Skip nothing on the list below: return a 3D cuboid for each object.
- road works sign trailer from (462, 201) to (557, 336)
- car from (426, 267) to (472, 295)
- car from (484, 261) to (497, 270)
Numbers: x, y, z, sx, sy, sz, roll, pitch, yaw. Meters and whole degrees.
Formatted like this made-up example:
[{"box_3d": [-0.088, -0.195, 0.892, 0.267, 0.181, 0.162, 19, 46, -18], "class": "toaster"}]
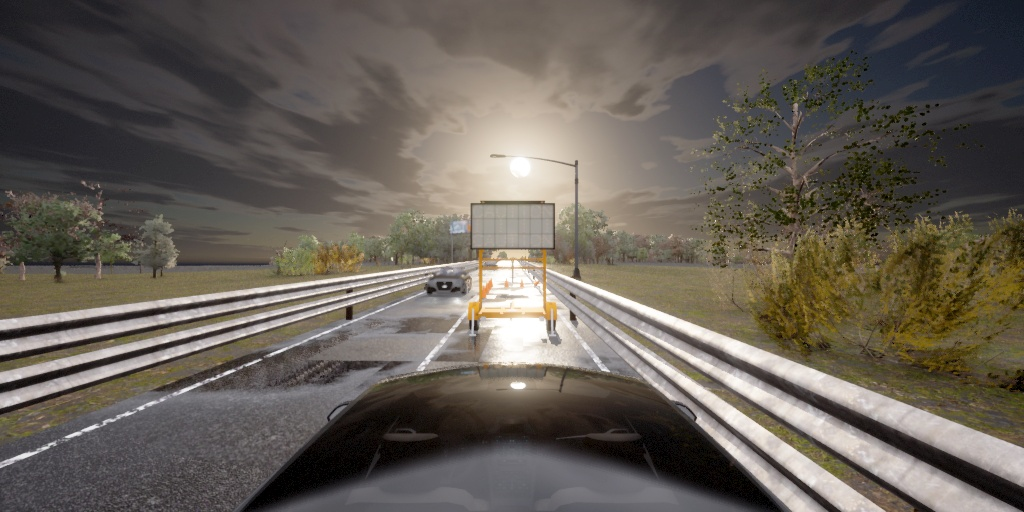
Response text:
[{"box_3d": [0.021, 0.218, 10.353, 2.380, 3.560, 2.880, 0, 0, 0], "class": "road works sign trailer"}, {"box_3d": [-3.327, 1.321, 19.643, 1.994, 1.385, 4.181, 0, 0, 0], "class": "car"}, {"box_3d": [-3.184, 1.296, 53.583, 1.812, 1.442, 4.674, 0, 0, 0], "class": "car"}]
